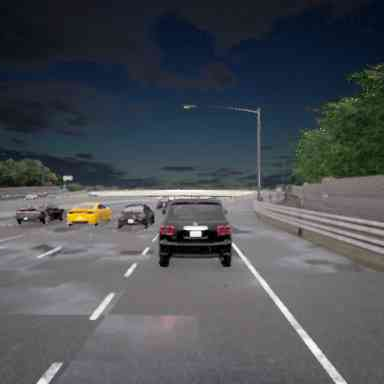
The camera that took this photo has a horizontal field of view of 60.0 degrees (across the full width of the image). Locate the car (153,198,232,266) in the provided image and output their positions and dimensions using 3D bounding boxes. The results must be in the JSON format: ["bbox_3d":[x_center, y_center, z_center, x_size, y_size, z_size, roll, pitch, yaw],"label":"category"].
[{"bbox_3d":[0.100,1.208,11.624,2.150,2.045,5.566,0,0,0],"label":"car"}]

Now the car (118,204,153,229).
[{"bbox_3d":[-3.501,1.500,21.372,1.812,1.442,4.674,0,0,0],"label":"car"}]

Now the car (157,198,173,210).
[{"bbox_3d":[-3.501,1.483,43.852,1.812,1.442,4.674,0,0,0],"label":"car"}]

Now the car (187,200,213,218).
[{"bbox_3d":[0.810,1.521,30.425,1.994,1.385,4.181,0,0,6],"label":"car"}]

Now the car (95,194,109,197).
[{"bbox_3d":[-24.502,1.983,92.288,2.128,1.511,4.902,0,-1,0],"label":"car"}]

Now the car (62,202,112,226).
[{"bbox_3d":[-6.900,1.450,22.893,1.882,1.535,5.008,0,0,0],"label":"car"}]

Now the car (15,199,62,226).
[{"bbox_3d":[-10.401,1.464,23.265,2.128,1.511,4.902,0,0,0],"label":"car"}]
